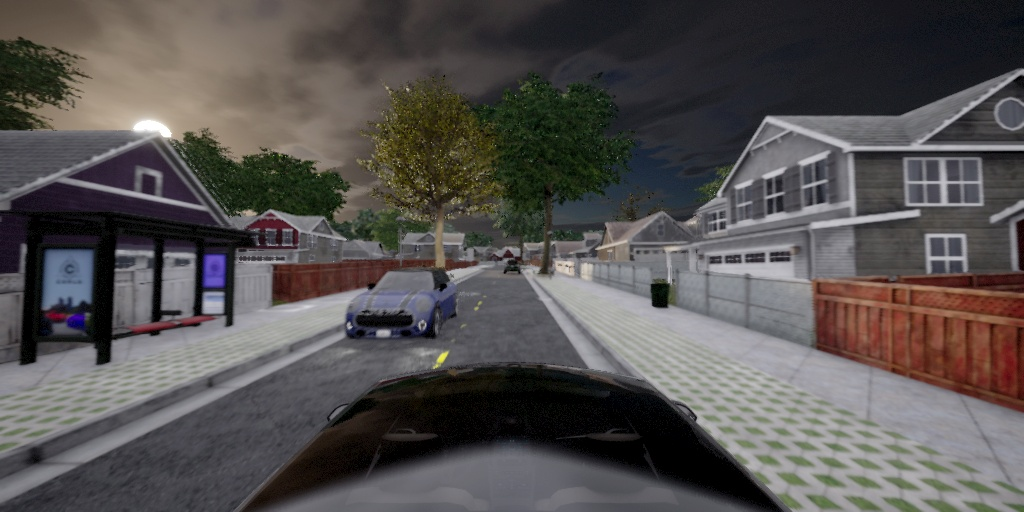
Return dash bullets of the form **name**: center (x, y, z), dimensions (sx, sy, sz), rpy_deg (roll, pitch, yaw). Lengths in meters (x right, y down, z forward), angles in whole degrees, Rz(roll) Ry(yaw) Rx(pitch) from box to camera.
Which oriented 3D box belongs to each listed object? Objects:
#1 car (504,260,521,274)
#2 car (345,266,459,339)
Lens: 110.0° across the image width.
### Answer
- **car**: center (0.040, 1.276, 45.562), dimensions (2.097, 1.767, 4.553), rpy_deg (0, 0, 1)
- **car**: center (-2.821, 1.116, 10.138), dimensions (2.097, 1.767, 4.553), rpy_deg (0, 0, 0)
